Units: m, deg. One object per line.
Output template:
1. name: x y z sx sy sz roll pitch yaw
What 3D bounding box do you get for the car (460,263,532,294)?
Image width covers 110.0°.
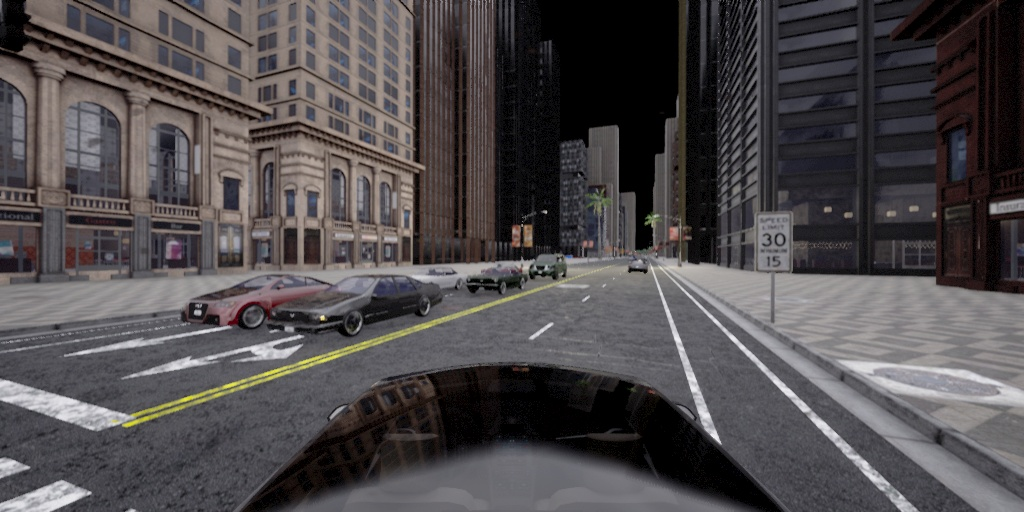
1. car: -0.706 1.264 19.548 1.895 1.301 4.718 0 0 21

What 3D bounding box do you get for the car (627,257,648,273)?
1. car: 14.344 1.145 40.778 1.994 1.385 4.181 0 0 21

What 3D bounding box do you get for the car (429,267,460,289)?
1. car: -4.283 1.263 19.275 1.895 1.301 4.718 0 0 21

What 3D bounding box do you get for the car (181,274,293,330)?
1. car: -7.370 1.264 11.075 1.994 1.385 4.181 0 0 21

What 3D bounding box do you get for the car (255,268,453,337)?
1. car: -4.089 1.251 10.575 2.033 1.411 5.357 0 0 21

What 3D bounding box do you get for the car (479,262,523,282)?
1. car: -0.767 1.223 28.595 1.895 1.301 4.718 0 0 21

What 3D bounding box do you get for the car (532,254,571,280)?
1. car: 3.071 0.840 29.551 2.150 2.045 5.566 0 0 20
